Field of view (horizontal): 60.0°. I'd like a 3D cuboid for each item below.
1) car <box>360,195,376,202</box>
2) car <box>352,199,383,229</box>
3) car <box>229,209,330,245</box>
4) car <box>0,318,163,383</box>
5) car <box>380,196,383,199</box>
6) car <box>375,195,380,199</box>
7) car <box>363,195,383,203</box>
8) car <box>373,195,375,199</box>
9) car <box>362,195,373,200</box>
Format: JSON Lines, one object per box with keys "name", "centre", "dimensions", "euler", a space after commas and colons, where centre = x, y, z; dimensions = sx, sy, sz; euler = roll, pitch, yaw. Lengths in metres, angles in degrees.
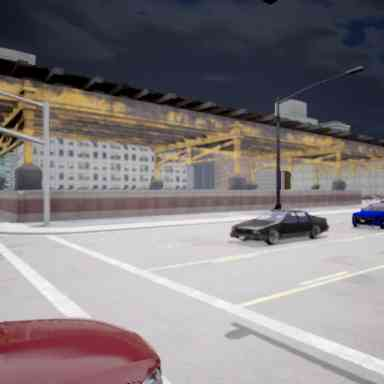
{"name": "car", "centre": [32.712, 1.205, 61.854], "dimensions": [1.853, 1.218, 4.536], "euler": [0, 0, 18]}
{"name": "car", "centre": [12.197, 1.440, 21.289], "dimensions": [5.008, 1.535, 1.882], "euler": [0, 0, -36]}
{"name": "car", "centre": [4.279, 1.541, 15.647], "dimensions": [5.357, 1.411, 2.033], "euler": [0, 0, -36]}
{"name": "car", "centre": [-2.368, 1.538, 2.060], "dimensions": [4.674, 1.442, 1.812], "euler": [0, 0, -35]}
{"name": "car", "centre": [36.555, 1.191, 65.557], "dimensions": [4.536, 1.218, 1.853], "euler": [0, 0, -7]}
{"name": "car", "centre": [32.697, 1.362, 61.804], "dimensions": [2.038, 1.542, 4.974], "euler": [0, 0, 18]}
{"name": "car", "centre": [36.608, 1.348, 65.563], "dimensions": [4.974, 1.542, 2.038], "euler": [0, 0, -7]}
{"name": "car", "centre": [28.952, 1.377, 59.120], "dimensions": [4.974, 1.542, 2.038], "euler": [0, 0, 8]}
{"name": "car", "centre": [28.899, 1.220, 59.127], "dimensions": [4.536, 1.218, 1.853], "euler": [0, 0, 8]}
